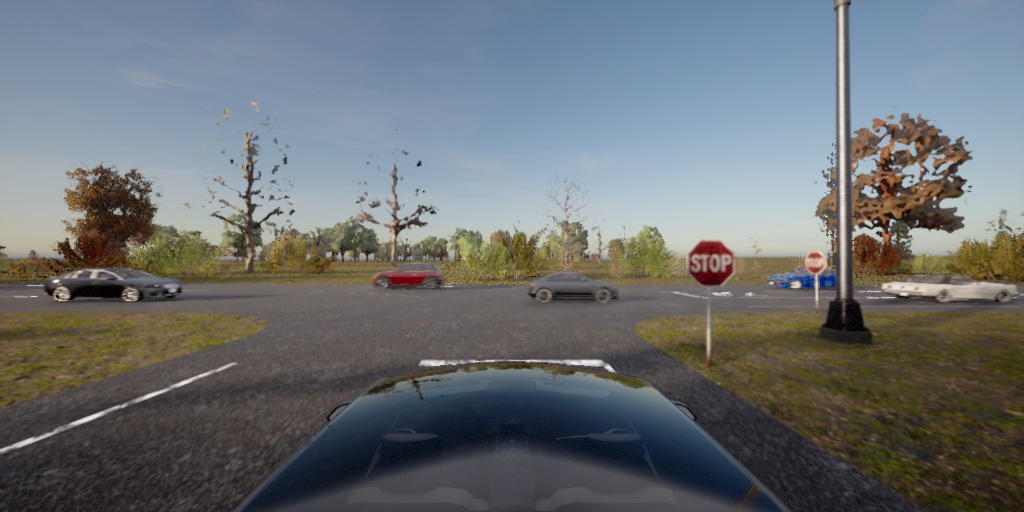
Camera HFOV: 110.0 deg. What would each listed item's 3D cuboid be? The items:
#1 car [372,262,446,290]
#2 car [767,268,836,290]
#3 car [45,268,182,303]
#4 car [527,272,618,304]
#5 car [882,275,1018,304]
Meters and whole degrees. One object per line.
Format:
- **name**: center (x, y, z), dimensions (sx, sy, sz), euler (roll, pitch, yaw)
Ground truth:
- **car**: center (-6.754, 1.252, 23.664), dimensions (4.553, 1.767, 2.097), euler (0, 0, -1)
- **car**: center (20.105, 1.527, 24.383), dimensions (5.008, 1.535, 1.882), euler (-1, 0, -2)
- **car**: center (-17.981, 1.298, 16.344), dimensions (4.902, 1.511, 2.128), euler (0, 0, -2)
- **car**: center (2.800, 1.443, 16.883), dimensions (4.181, 1.385, 1.994), euler (0, -1, -1)
- **car**: center (21.179, 1.565, 17.403), dimensions (4.718, 1.301, 1.895), euler (0, 0, -2)
